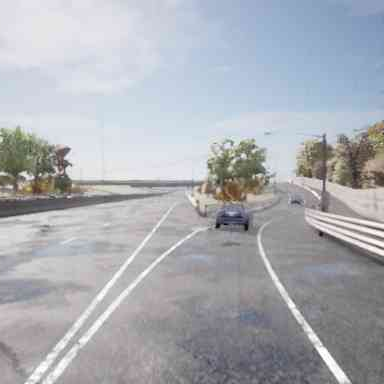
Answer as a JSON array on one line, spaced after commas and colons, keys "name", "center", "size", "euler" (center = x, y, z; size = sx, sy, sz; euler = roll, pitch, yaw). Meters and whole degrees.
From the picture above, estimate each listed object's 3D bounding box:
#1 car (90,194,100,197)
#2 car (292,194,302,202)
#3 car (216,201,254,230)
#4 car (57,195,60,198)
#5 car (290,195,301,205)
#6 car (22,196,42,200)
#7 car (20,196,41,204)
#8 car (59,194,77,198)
[{"name": "car", "center": [-22.725, 1.284, 77.864], "size": [1.837, 1.490, 4.892], "euler": [0, 0, -1]}, {"name": "car", "center": [24.604, 1.335, 78.023], "size": [2.033, 1.411, 5.357], "euler": [0, 4, 17]}, {"name": "car", "center": [2.999, 1.523, 22.593], "size": [2.097, 1.767, 4.553], "euler": [1, -2, 15]}, {"name": "car", "center": [-29.702, 1.299, 76.725], "size": [1.837, 1.490, 4.892], "euler": [0, 0, -1]}, {"name": "car", "center": [21.322, 1.883, 68.504], "size": [1.837, 1.490, 4.892], "euler": [0, 3, 19]}, {"name": "car", "center": [-22.102, 1.417, 45.947], "size": [1.837, 1.490, 4.892], "euler": [0, 0, -1]}, {"name": "car", "center": [-29.359, 1.450, 60.581], "size": [1.994, 1.385, 4.181], "euler": [0, 0, -1]}, {"name": "car", "center": [-22.394, 1.465, 62.294], "size": [2.033, 1.411, 5.357], "euler": [0, 0, -1]}]
